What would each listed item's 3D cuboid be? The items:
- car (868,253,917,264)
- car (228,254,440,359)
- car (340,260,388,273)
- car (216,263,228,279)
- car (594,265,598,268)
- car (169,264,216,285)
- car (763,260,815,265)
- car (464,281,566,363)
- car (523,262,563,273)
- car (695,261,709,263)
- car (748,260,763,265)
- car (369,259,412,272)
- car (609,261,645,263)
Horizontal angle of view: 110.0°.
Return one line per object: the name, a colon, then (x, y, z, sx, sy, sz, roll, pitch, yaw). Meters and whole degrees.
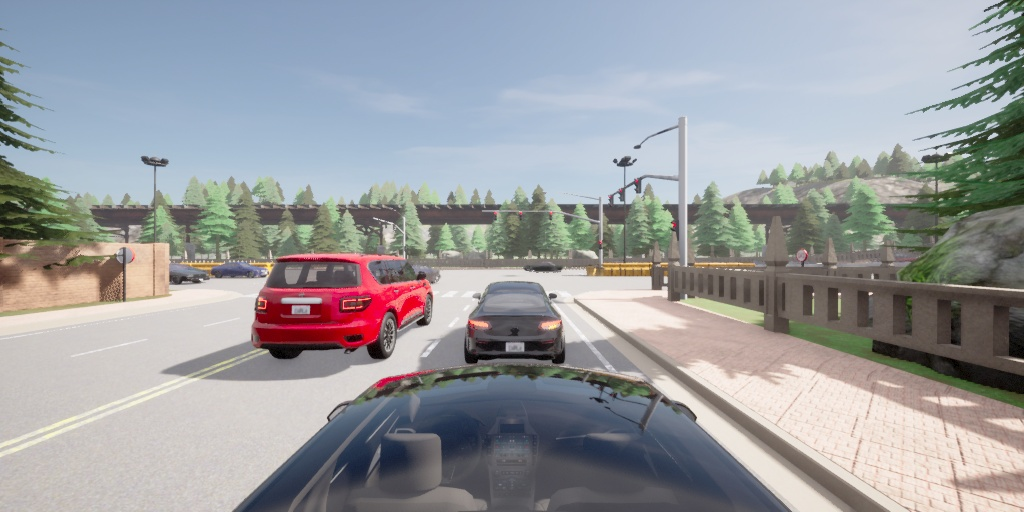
car: (45.639, 0.576, 43.034, 4.553, 1.767, 2.097, -4, 0, 0)
car: (-3.441, 0.971, 8.531, 2.150, 2.045, 5.566, 0, 0, 0)
car: (-17.789, 1.242, 43.264, 4.902, 1.511, 2.128, 0, 0, 0)
car: (-24.700, 1.276, 32.594, 4.674, 1.442, 1.812, 0, 0, 0)
car: (13.304, 1.297, 46.628, 5.357, 1.411, 2.033, 0, 0, 0)
car: (-24.846, 1.297, 25.595, 5.357, 1.411, 2.033, 0, 0, 0)
car: (31.183, 1.217, 39.578, 5.008, 1.535, 1.882, 0, 0, 0)
car: (0.062, 1.276, 7.980, 1.812, 1.442, 4.674, 0, 0, 0)
car: (3.702, 1.351, 43.170, 4.718, 1.301, 1.895, 0, 0, 0)
car: (22.094, 1.275, 43.095, 4.674, 1.442, 1.812, 0, 0, 0)
car: (32.115, 1.222, 46.577, 4.902, 1.511, 2.128, -1, 0, 0)
car: (-15.780, 1.227, 46.754, 5.008, 1.535, 1.882, 0, 0, 0)
car: (13.455, 1.297, 39.627, 5.357, 1.411, 2.033, 0, 0, 0)
